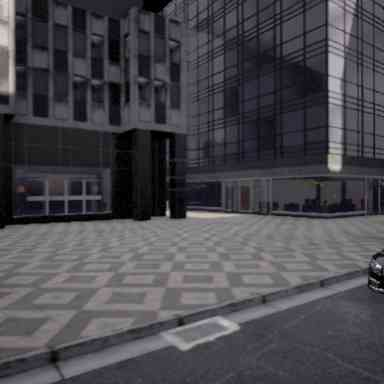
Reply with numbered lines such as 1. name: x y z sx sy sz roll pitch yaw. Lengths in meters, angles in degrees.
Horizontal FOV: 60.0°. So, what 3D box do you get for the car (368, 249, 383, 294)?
1. car: 5.912 1.486 7.584 4.902 1.511 2.128 0 0 -35
